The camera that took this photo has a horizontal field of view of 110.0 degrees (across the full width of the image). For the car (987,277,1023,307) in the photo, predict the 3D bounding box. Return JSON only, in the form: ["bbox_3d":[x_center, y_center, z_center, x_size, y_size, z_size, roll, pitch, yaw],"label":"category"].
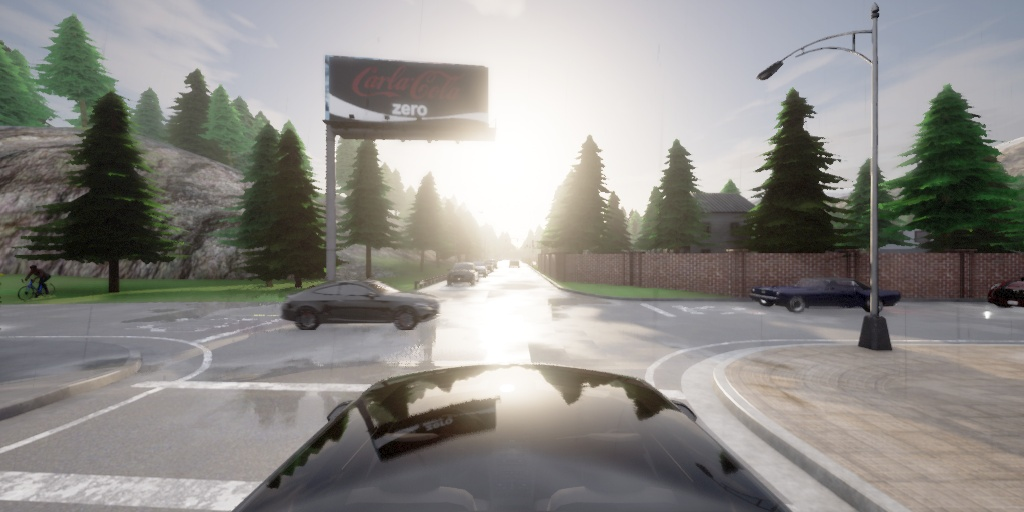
[{"bbox_3d":[22.253,1.285,14.275,4.553,1.767,2.097,0,0,1],"label":"car"}]

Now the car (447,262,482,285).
[{"bbox_3d":[-3.469,1.268,25.953,1.837,1.490,4.892,0,0,0],"label":"car"}]

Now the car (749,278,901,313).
[{"bbox_3d":[12.404,1.534,14.494,4.718,1.301,1.895,0,0,1],"label":"car"}]

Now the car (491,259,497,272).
[{"bbox_3d":[-3.360,1.375,45.829,1.895,1.301,4.718,0,0,0],"label":"car"}]

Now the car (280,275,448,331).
[{"bbox_3d":[-4.589,1.438,11.117,4.674,1.442,1.812,-1,0,1],"label":"car"}]

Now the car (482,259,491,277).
[{"bbox_3d":[-3.413,1.294,35.746,1.812,1.442,4.674,0,0,0],"label":"car"}]

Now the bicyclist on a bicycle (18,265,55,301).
[{"bbox_3d":[-22.754,1.258,17.178,0.582,1.620,1.656,2,3,-12],"label":"bicyclist on a bicycle"}]
